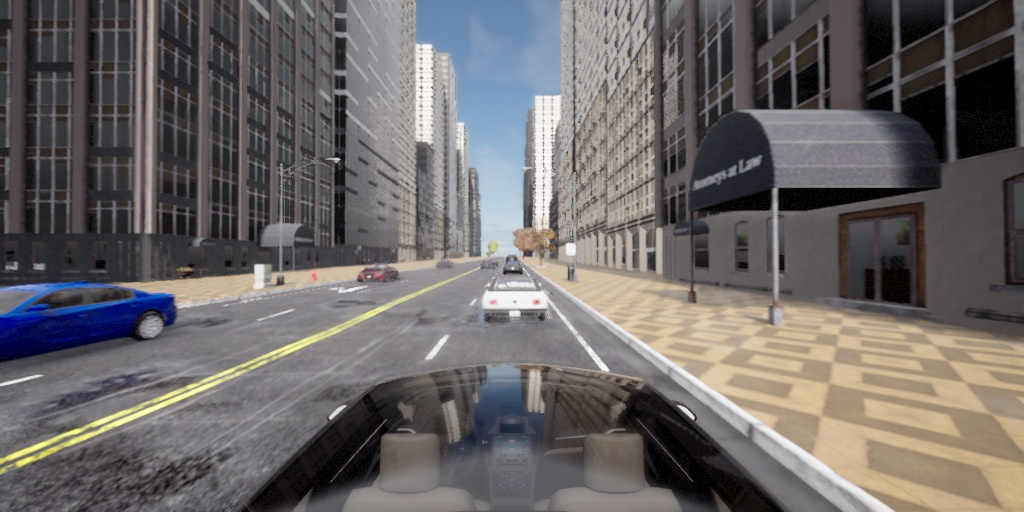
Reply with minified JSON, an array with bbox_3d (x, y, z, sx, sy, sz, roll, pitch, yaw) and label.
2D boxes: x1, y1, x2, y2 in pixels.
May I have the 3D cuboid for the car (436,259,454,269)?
[{"bbox_3d":[-9.773,1.124,52.275,1.994,1.385,4.181,0,0,1],"label":"car"}]

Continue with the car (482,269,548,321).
[{"bbox_3d":[0.090,1.313,12.272,1.895,1.301,4.718,0,0,0],"label":"car"}]

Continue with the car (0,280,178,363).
[{"bbox_3d":[-9.854,1.321,7.431,1.882,1.535,5.008,0,-1,0],"label":"car"}]

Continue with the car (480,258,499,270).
[{"bbox_3d":[-3.247,1.056,49.135,2.128,1.511,4.902,0,0,0],"label":"car"}]

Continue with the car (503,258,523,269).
[{"bbox_3d":[0.101,1.171,37.291,1.994,1.385,4.181,0,0,0],"label":"car"}]

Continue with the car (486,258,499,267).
[{"bbox_3d":[-3.246,1.086,59.558,1.994,1.385,4.181,0,0,0],"label":"car"}]

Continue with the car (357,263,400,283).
[{"bbox_3d":[-9.846,1.226,26.686,1.994,1.385,4.181,0,0,0],"label":"car"}]

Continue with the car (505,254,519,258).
[{"bbox_3d":[0.003,0.735,60.823,2.150,2.045,5.566,0,0,0],"label":"car"}]
